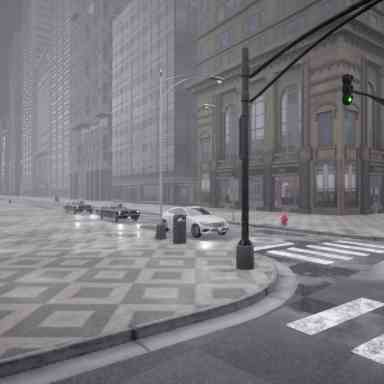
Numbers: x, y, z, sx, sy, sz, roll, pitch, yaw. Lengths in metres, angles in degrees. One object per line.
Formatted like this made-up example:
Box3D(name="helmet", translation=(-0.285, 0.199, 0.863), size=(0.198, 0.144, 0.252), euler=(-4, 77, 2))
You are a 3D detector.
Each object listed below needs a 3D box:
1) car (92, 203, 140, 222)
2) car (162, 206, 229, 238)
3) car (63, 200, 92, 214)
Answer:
Box3D(name="car", translation=(-5.807, 1.523, 25.867), size=(1.895, 1.301, 4.718), euler=(0, 0, -35))
Box3D(name="car", translation=(-0.052, 1.475, 17.749), size=(1.812, 1.442, 4.674), euler=(0, 0, -37))
Box3D(name="car", translation=(-11.691, 1.498, 34.156), size=(1.895, 1.301, 4.718), euler=(0, 0, -35))
